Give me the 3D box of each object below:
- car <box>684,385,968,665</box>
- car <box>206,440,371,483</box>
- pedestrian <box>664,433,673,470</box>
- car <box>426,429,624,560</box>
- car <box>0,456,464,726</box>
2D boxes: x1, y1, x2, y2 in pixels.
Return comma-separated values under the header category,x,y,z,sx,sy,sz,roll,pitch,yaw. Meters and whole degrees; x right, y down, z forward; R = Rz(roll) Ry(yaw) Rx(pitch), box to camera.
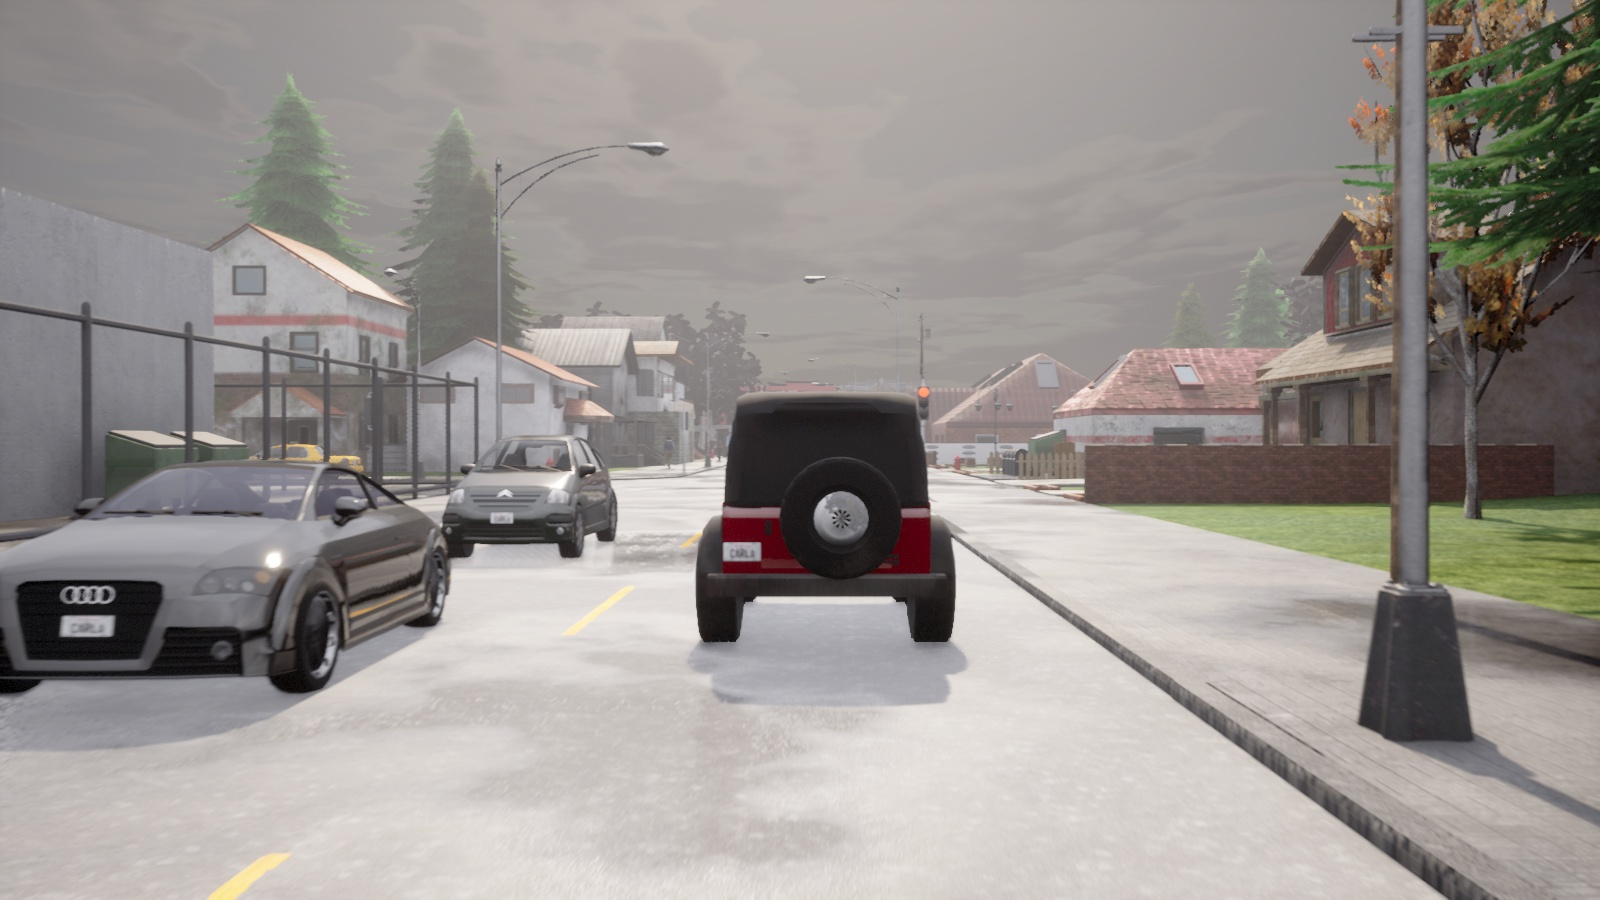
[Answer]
category,x,y,z,sx,sy,sz,roll,pitch,yaw
car,0.201,0.485,10.356,1.905,1.878,3.866,0,1,1
car,-18.913,0.405,46.592,5.366,1.575,1.801,0,0,0
pedestrian,-7.007,0.070,66.921,0.423,1.949,0.788,0,0,-13
car,-3.683,0.542,17.539,1.851,1.617,3.988,0,0,1
car,-3.885,0.758,8.737,1.994,1.385,4.181,0,0,0
